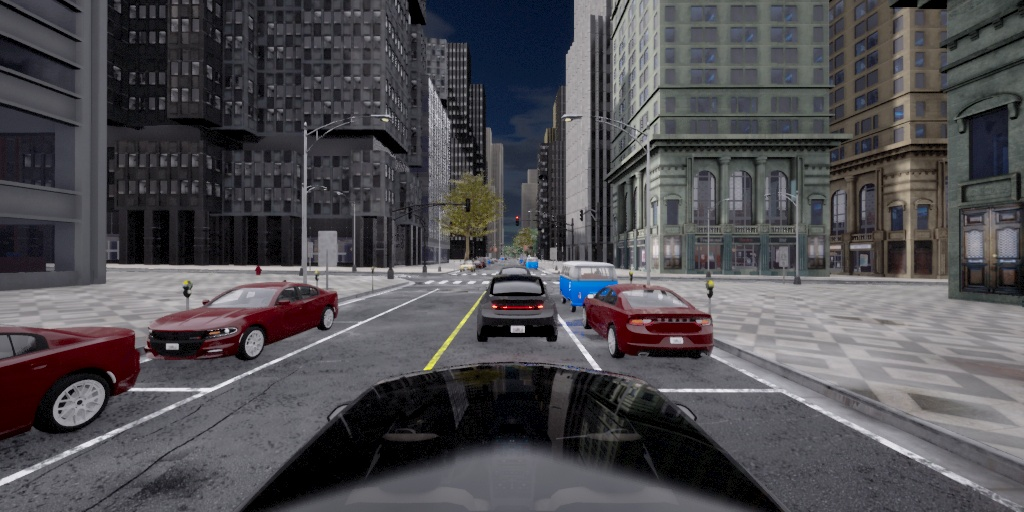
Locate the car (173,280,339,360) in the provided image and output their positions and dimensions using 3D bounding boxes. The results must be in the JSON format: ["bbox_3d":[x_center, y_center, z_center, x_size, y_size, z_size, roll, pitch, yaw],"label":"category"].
[{"bbox_3d":[-5.765,1.296,8.335,1.888,1.381,4.507,0,0,0],"label":"car"}]

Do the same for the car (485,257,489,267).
[{"bbox_3d":[-5.628,1.101,62.297,2.192,1.841,5.009,0,0,0],"label":"car"}]

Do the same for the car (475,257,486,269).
[{"bbox_3d":[-5.640,1.325,57.008,1.888,1.381,4.507,0,0,0],"label":"car"}]

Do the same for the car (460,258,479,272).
[{"bbox_3d":[-5.670,1.296,46.258,1.751,1.417,4.829,0,0,0],"label":"car"}]

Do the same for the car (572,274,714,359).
[{"bbox_3d":[2.790,1.296,8.298,1.888,1.381,4.507,0,0,0],"label":"car"}]

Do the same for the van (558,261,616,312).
[{"bbox_3d":[2.803,1.093,13.823,1.690,1.789,3.998,0,0,0],"label":"van"}]

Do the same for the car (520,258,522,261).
[{"bbox_3d":[2.897,1.331,62.633,1.888,1.381,4.507,0,0,0],"label":"car"}]

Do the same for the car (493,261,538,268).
[{"bbox_3d":[0.134,1.231,18.950,1.882,1.535,5.008,0,0,0],"label":"car"}]

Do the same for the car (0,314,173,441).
[{"bbox_3d":[-5.776,1.295,2.810,1.888,1.381,4.507,0,0,0],"label":"car"}]

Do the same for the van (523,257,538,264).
[{"bbox_3d":[2.874,1.116,51.807,1.690,1.789,3.998,0,0,0],"label":"van"}]

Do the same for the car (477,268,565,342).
[{"bbox_3d":[0.119,1.256,9.774,1.837,1.490,4.892,0,0,0],"label":"car"}]

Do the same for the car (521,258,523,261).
[{"bbox_3d":[2.886,1.346,57.220,1.948,1.339,4.313,0,0,0],"label":"car"}]
